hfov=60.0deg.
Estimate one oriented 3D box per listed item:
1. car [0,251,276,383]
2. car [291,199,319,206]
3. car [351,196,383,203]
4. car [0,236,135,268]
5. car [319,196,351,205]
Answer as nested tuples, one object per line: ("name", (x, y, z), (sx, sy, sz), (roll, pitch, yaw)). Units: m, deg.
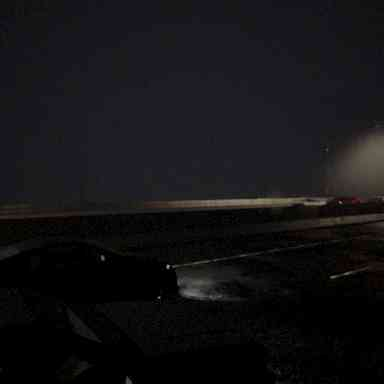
("car", (-1.783, 1.547, 2.475), (5.357, 1.411, 2.033), (0, 0, -35))
("car", (13.988, 1.466, 39.754), (4.718, 1.301, 1.895), (0, 0, -35))
("car", (19.286, 1.351, 34.932), (4.902, 1.511, 2.128), (0, 0, -35))
("car", (-2.361, 1.558, 6.361), (4.181, 1.385, 1.994), (0, 0, -35))
("car", (16.932, 1.213, 37.552), (4.553, 1.767, 2.097), (0, 0, -35))
